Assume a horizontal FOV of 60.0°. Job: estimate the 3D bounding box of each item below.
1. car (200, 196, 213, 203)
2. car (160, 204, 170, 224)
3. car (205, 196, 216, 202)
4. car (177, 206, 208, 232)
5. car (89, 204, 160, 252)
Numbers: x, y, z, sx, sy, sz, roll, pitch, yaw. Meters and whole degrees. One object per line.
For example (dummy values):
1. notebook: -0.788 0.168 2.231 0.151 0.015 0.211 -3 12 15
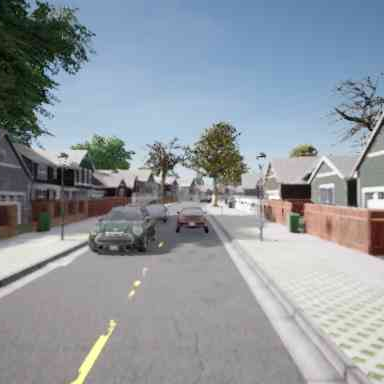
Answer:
1. car: 3.204 1.790 80.951 2.097 1.767 4.553 0 0 10
2. car: -2.770 1.658 26.266 1.812 1.442 4.674 0 0 1
3. car: 5.012 1.998 90.728 2.128 1.511 4.902 0 0 12
4. car: 0.007 1.631 20.853 1.812 1.442 4.674 0 0 0
5. car: -2.774 1.422 14.168 2.097 1.767 4.553 0 0 1
